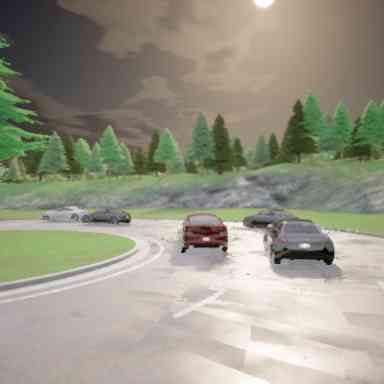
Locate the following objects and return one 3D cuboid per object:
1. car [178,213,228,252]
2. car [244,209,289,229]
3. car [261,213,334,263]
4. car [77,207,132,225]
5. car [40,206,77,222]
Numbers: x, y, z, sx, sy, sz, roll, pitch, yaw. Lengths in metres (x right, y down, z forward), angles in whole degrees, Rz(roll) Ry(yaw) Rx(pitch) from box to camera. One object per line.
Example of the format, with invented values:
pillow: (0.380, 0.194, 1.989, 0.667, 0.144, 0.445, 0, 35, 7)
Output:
car: (0.424, 1.700, 15.218, 1.882, 1.535, 5.008, 1, -1, -3)
car: (5.228, 1.822, 22.049, 1.994, 1.385, 4.181, 0, -1, -26)
car: (3.879, 1.706, 12.564, 1.994, 1.385, 4.181, -1, -1, 8)
car: (-7.276, 2.072, 28.440, 4.181, 1.385, 1.994, -1, -1, 20)
car: (-12.500, 2.161, 32.836, 4.674, 1.442, 1.812, -1, -1, 3)
